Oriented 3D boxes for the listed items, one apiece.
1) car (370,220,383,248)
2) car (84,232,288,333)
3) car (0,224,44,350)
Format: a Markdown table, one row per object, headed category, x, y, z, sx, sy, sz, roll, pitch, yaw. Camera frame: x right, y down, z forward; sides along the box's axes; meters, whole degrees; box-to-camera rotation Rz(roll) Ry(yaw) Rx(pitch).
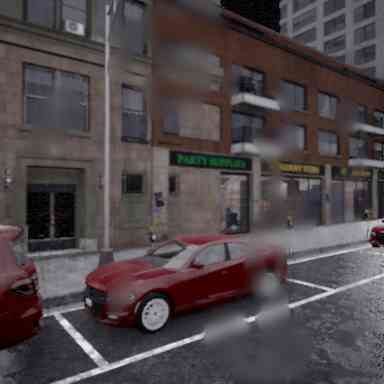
| category | x | y | z | sx | sy | sz | roll | pitch | yaw |
| --- | --- | --- | --- | --- | --- | --- | --- | --- | --- |
| car | 8.897 | 1.508 | 13.410 | 4.507 | 1.381 | 1.887 | 0 | 1 | -37 |
| car | 0.091 | 1.575 | 6.879 | 4.507 | 1.381 | 1.887 | 0 | 1 | -37 |
| car | -4.312 | 1.382 | 3.612 | 5.009 | 1.841 | 2.192 | -1 | 1 | -37 |
